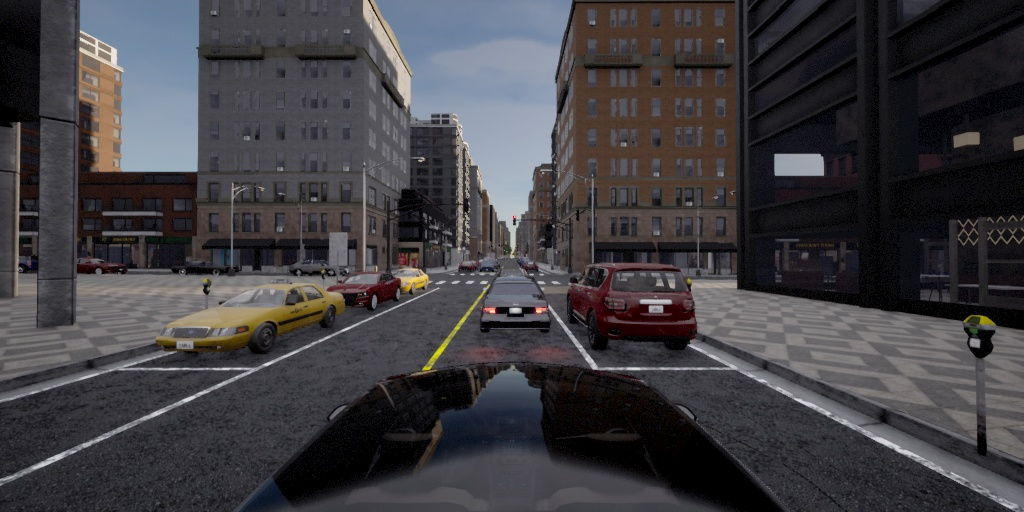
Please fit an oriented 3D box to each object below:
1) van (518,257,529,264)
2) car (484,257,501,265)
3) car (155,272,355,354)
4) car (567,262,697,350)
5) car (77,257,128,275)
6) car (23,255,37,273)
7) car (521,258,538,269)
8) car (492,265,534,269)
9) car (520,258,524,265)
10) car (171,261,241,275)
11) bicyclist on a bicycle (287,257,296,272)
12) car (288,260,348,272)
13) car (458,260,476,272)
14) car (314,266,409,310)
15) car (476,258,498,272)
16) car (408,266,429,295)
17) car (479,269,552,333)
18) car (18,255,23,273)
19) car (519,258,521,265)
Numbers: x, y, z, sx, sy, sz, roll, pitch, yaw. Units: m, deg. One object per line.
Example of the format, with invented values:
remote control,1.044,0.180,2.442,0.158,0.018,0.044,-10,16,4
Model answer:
van,2.498,1.107,64.314,1.690,1.789,3.998,0,0,0
car,-3.232,1.327,56.575,1.994,1.385,4.181,0,0,0
car,-5.876,1.277,8.840,1.751,1.417,4.829,0,0,0
car,2.649,1.066,9.025,2.192,1.841,5.009,0,0,0
car,-36.833,0.898,31.487,5.008,1.535,1.882,1,-1,0
car,-47.615,0.705,34.657,4.553,1.767,2.097,1,-1,1
car,2.545,1.342,47.293,1.802,1.307,4.207,0,0,0
car,0.019,1.355,20.483,1.895,1.301,4.718,0,0,0
car,2.529,1.344,52.967,1.802,1.307,4.207,0,0,0
car,-26.739,1.113,31.444,4.718,1.301,1.895,1,-1,0
bicyclist on a bicycle,-23.111,0.909,37.673,0.582,1.620,1.656,0,0,0
car,-16.841,1.092,31.411,4.902,1.511,2.128,1,-1,0
car,-5.982,1.305,47.279,1.888,1.381,4.507,0,0,0
car,-5.892,1.298,14.635,1.888,1.381,4.507,0,0,0
car,-3.246,1.308,46.719,2.033,1.411,5.357,0,0,-4
car,-5.907,1.279,20.090,1.751,1.417,4.829,0,0,0
car,0.067,1.299,10.757,2.033,1.411,5.357,0,0,0
car,-46.942,0.832,31.555,4.892,1.490,1.837,1,-1,1
car,2.513,1.346,58.640,1.802,1.307,4.207,0,0,0
